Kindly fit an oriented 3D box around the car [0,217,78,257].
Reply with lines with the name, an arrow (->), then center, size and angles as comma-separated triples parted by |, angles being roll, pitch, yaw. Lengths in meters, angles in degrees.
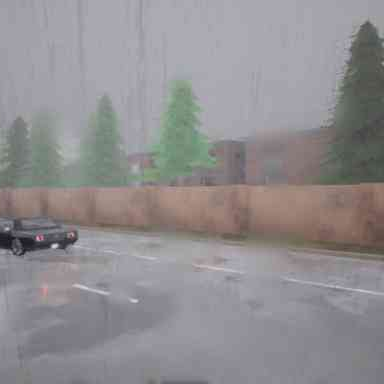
car -> -6.640, 1.612, 13.023 | 4.718, 1.301, 1.895 | 0, 0, 36
